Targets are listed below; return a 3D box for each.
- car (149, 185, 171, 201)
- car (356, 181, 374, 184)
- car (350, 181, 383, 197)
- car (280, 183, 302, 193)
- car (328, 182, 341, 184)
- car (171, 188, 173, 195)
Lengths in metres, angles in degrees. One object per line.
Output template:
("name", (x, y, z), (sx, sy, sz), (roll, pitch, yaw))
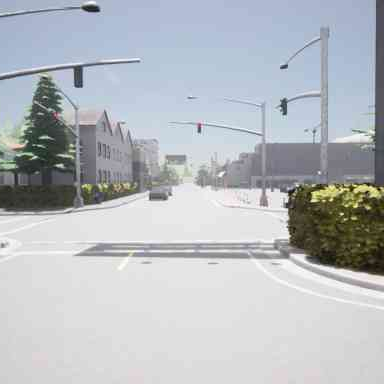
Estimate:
("car", (-3.819, 0.131, 38.339), (1.882, 1.535, 5.008), (-1, 2, 0))
("car", (18.925, -0.181, 34.281), (1.905, 1.878, 3.866), (-1, 2, -1))
("car", (22.149, -0.468, 42.170), (1.932, 1.855, 4.605), (-1, 2, -1))
("car", (15.130, -0.536, 52.129), (2.007, 1.523, 4.514), (-1, 2, -1))
("car", (25.149, -1.045, 59.569), (2.152, 1.636, 5.027), (-1, 2, -1))
("car", (-3.863, -0.205, 48.470), (2.128, 1.511, 4.902), (-1, 2, 0))
